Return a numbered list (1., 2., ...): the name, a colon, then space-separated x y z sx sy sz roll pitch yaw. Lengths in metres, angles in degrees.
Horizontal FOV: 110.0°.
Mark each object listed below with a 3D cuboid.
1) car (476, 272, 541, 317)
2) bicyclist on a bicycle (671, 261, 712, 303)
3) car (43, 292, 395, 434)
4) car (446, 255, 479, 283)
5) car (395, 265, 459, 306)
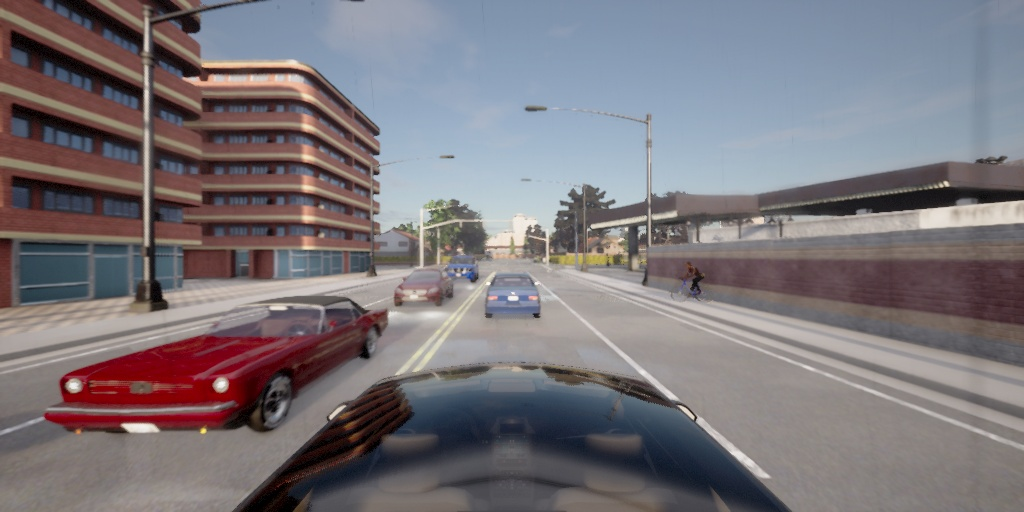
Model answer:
1. car: 0.024 1.297 13.081 2.033 1.411 5.357 0 0 0
2. bicyclist on a bicycle: 7.026 1.031 14.017 1.656 1.620 0.582 1 0 0
3. car: -3.620 1.361 5.686 1.895 1.301 4.718 0 0 0
4. car: -3.800 0.979 28.161 2.150 2.045 5.566 0 0 0
5. car: -3.709 1.286 15.870 1.812 1.442 4.674 0 0 0
